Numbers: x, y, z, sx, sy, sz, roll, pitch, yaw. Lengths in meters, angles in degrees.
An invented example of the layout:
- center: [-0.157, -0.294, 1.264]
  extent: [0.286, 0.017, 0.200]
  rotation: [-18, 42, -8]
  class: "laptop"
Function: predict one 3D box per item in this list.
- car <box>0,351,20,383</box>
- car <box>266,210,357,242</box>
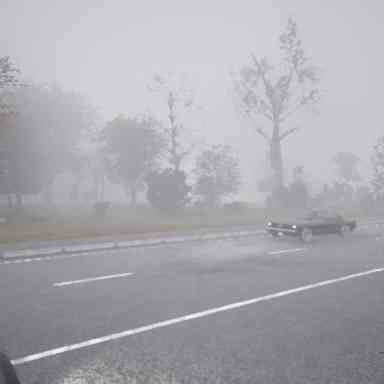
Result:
- center: [-2.990, 1.556, 1.518]
  extent: [4.181, 1.385, 1.994]
  rotation: [0, 0, -36]
  class: "car"
- center: [5.858, 1.585, 16.232]
  extent: [4.718, 1.301, 1.895]
  rotation: [0, 0, -33]
  class: "car"
